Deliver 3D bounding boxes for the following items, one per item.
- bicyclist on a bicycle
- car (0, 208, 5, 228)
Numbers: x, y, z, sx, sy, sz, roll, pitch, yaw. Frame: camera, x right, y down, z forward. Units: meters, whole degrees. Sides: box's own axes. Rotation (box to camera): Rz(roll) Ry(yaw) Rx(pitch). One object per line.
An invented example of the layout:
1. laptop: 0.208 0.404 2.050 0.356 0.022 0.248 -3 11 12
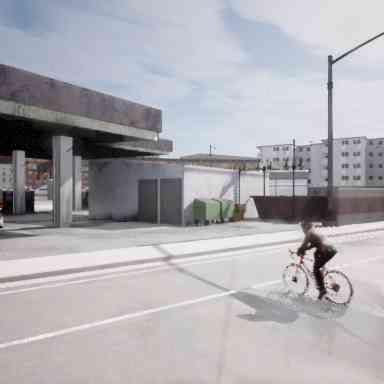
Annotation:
1. bicyclist on a bicycle: 2.552 1.455 6.956 0.582 1.620 1.656 0 -2 -35
2. car: -12.772 1.456 20.495 1.970 1.475 3.806 0 0 -34
